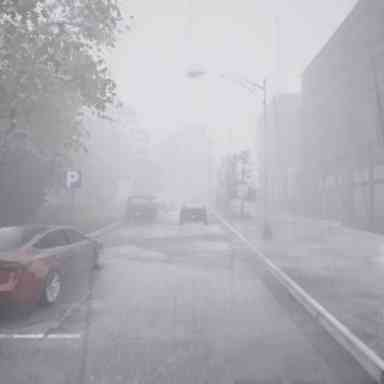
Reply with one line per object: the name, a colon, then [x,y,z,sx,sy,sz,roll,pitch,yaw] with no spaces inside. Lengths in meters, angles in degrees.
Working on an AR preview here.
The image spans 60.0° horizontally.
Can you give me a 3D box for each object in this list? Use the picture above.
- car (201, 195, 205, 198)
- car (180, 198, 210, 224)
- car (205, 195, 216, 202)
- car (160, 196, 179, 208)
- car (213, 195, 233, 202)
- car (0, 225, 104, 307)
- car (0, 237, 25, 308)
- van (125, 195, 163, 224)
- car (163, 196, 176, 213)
car: [0.245,1.415,42.647,2.033,1.411,5.357,0,0,2]
car: [0.103,1.456,24.587,1.882,1.535,5.008,0,1,0]
car: [3.420,1.390,69.063,2.231,1.521,4.892,-2,-1,29]
car: [-3.155,1.342,47.515,2.097,1.535,5.008,0,0,2]
car: [6.859,1.445,73.808,2.097,1.535,5.008,-3,-3,36]
car: [-3.646,1.512,8.046,2.163,1.488,4.792,0,0,2]
car: [-3.644,1.481,2.439,2.097,1.535,5.008,0,0,2]
van: [-3.624,1.231,24.850,1.878,1.987,4.442,1,1,2]
car: [-3.399,1.412,36.104,2.231,1.521,4.892,0,0,2]
